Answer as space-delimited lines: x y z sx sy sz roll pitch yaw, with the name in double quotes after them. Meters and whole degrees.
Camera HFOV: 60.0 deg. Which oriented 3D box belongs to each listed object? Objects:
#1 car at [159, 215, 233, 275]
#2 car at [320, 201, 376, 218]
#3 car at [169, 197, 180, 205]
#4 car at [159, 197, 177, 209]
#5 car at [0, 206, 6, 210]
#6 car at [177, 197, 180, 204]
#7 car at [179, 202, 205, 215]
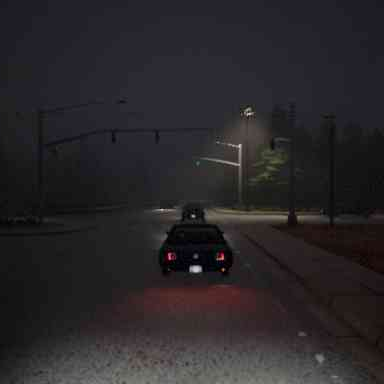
0.100 1.634 10.518 1.895 1.301 4.718 0 0 0 "car"
14.762 1.630 31.590 4.902 1.511 2.128 0 0 1 "car"
-3.433 1.717 67.612 1.882 1.535 5.008 0 0 1 "car"
-3.601 1.734 48.039 1.994 1.385 4.181 0 0 0 "car"
-18.346 1.481 28.482 4.553 1.767 2.097 0 0 1 "car"
-3.560 1.767 57.306 1.994 1.385 4.181 0 0 1 "car"
0.093 1.632 27.254 1.812 1.442 4.674 0 0 0 "car"
